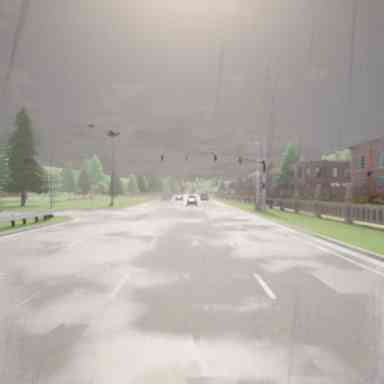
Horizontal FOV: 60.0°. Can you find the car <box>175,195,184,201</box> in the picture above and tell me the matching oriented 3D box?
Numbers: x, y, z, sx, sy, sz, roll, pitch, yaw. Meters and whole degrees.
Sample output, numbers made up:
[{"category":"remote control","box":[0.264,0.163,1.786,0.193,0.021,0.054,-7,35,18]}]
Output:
[{"category":"car","box":[-3.483,1.752,88.230,1.994,1.385,4.181,0,0,0]}]

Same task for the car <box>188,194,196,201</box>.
[{"category":"car","box":[0.017,1.555,88.200,2.097,1.767,4.553,0,0,0]}]

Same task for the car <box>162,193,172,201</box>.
[{"category":"car","box":[-6.983,1.723,88.231,1.812,1.442,4.674,0,0,0]}]

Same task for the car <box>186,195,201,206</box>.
[{"category":"car","box":[0.012,1.682,57.200,2.033,1.411,5.357,0,0,0]}]

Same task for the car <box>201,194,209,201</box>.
[{"category":"car","box":[3.517,1.795,88.259,1.895,1.301,4.718,0,0,0]}]
